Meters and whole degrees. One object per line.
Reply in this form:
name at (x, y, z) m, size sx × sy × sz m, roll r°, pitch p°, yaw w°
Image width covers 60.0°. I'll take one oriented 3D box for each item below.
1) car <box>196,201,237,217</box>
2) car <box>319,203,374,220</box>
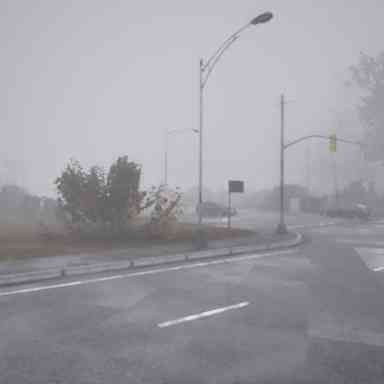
car at (2.409, 1.654, 33.345) m, size 1.837 × 1.490 × 4.892 m, roll 1°, pitch 0°, yaw -39°
car at (13.969, 1.731, 30.258) m, size 1.812 × 1.442 × 4.674 m, roll 1°, pitch 0°, yaw -39°
